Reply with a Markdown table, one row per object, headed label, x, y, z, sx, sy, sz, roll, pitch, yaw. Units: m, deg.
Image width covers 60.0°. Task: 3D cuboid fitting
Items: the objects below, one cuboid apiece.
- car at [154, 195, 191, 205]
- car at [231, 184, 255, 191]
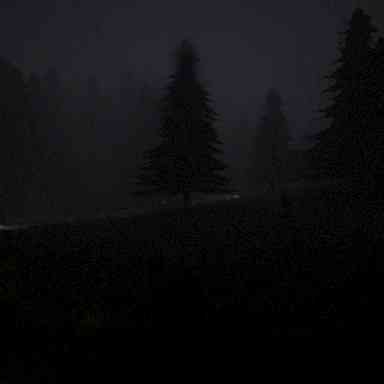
| label | x | y | z | sx | sy | sz | roll | pitch | yaw |
| --- | --- | --- | --- | --- | --- | --- | --- | --- | --- |
| car | -1.948 | 1.011 | 35.657 | 1.812 | 1.442 | 4.674 | 0 | 5 | 44 |
| car | 7.390 | -0.425 | 49.440 | 4.892 | 1.490 | 1.837 | -6 | 3 | -41 |
